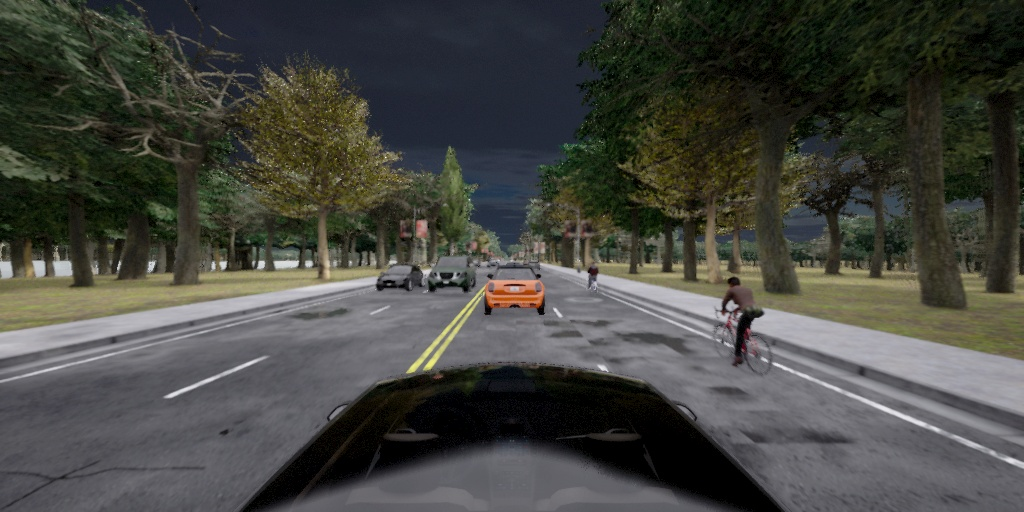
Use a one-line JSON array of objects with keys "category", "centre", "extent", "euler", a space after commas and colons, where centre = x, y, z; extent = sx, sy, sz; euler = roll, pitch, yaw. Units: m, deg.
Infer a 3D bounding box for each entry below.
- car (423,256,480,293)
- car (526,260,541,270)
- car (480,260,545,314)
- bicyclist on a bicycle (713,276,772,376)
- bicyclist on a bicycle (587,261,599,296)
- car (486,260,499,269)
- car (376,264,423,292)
[{"category": "car", "centre": [-3.360, 0.989, 21.076], "extent": [2.150, 2.045, 5.566], "euler": [0, 0, 0]}, {"category": "car", "centre": [3.317, 1.365, 56.052], "extent": [2.128, 1.511, 4.902], "euler": [0, 0, 0]}, {"category": "car", "centre": [0.092, 1.111, 14.016], "extent": [2.097, 1.767, 4.553], "euler": [0, 0, 0]}, {"category": "bicyclist on a bicycle", "centre": [4.137, 1.206, 6.530], "extent": [0.582, 1.620, 1.656], "euler": [0, 0, 0]}, {"category": "bicyclist on a bicycle", "centre": [4.131, 1.135, 18.452], "extent": [0.659, 1.776, 1.843], "euler": [0, 0, 0]}, {"category": "car", "centre": [-3.322, 1.465, 62.589], "extent": [1.994, 1.385, 4.181], "euler": [0, 0, 1]}, {"category": "car", "centre": [-6.611, 1.272, 21.688], "extent": [1.837, 1.490, 4.892], "euler": [0, 0, 0]}]
